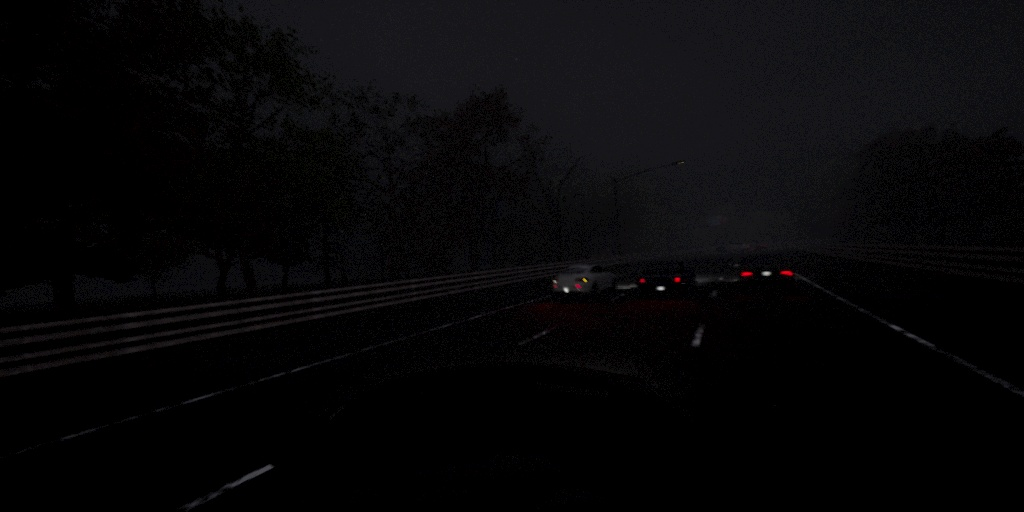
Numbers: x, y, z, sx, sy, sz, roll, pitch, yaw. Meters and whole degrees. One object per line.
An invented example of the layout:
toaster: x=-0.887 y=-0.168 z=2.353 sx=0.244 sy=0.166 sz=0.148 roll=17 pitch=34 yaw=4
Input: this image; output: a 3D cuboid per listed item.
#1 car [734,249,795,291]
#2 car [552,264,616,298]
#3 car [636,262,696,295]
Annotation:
car: x=10.661 y=0.615 z=15.268 sx=2.033 sy=1.411 sz=5.357 roll=-4 pitch=0 yaw=32
car: x=3.464 y=1.098 z=16.904 sx=1.812 sy=1.442 sz=4.674 roll=-4 pitch=0 yaw=32
car: x=7.048 y=0.922 z=16.101 sx=1.895 sy=1.301 sz=4.718 roll=-4 pitch=0 yaw=32
